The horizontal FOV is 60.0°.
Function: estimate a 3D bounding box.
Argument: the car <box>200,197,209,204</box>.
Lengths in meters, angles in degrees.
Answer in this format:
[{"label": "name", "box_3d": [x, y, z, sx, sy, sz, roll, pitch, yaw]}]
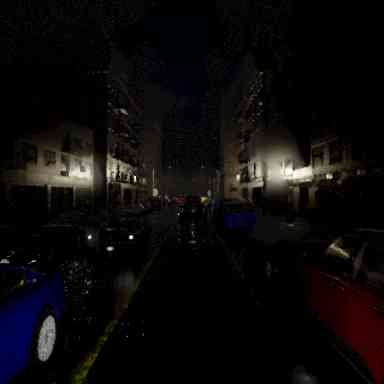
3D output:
[{"label": "car", "box_3d": [2.740, 1.860, 74.331, 2.008, 1.369, 4.403, 0, 0, 0]}]

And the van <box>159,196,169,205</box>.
[{"label": "van", "box_3d": [-5.306, 1.605, 63.529, 1.690, 1.788, 3.998, 0, 0, 0]}]

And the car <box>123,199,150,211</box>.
[{"label": "car", "box_3d": [-5.358, 1.654, 30.922, 1.752, 1.417, 4.829, 0, 0, 0]}]

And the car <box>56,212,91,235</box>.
[{"label": "car", "box_3d": [-5.383, 1.607, 14.872, 1.887, 1.381, 4.507, 0, 0, 0]}]

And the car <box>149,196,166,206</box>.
[{"label": "car", "box_3d": [-5.332, 1.511, 47.311, 2.192, 1.841, 5.009, 0, 0, 0]}]

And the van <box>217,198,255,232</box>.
[{"label": "van", "box_3d": [2.717, 1.427, 20.270, 1.690, 1.788, 3.998, 0, 0, 0]}]

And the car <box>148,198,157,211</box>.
[{"label": "car", "box_3d": [-5.349, 1.702, 36.497, 2.008, 1.369, 4.403, 0, 0, 0]}]

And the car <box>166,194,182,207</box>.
[{"label": "car", "box_3d": [-2.741, 1.449, 54.894, 2.150, 2.045, 5.566, 0, 0, 1]}]

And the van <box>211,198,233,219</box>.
[{"label": "van", "box_3d": [2.722, 1.471, 31.083, 1.690, 1.788, 3.998, 0, 0, 0]}]

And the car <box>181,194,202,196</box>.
[{"label": "car", "box_3d": [0.132, 1.400, 43.037, 2.150, 2.045, 5.566, 0, 0, 1]}]

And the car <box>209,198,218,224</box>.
[{"label": "car", "box_3d": [2.719, 1.423, 25.677, 2.192, 1.841, 5.009, 0, 0, 0]}]

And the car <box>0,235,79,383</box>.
[{"label": "car", "box_3d": [-2.846, 1.490, 2.960, 1.882, 1.535, 5.008, 0, 0, 0]}]

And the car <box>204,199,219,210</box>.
[{"label": "car", "box_3d": [2.729, 1.723, 47.470, 1.752, 1.417, 4.829, 0, 0, 0]}]

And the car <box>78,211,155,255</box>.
[{"label": "car", "box_3d": [-2.814, 1.658, 13.677, 1.895, 1.301, 4.718, 0, 0, 0]}]

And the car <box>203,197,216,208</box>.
[{"label": "car", "box_3d": [2.731, 1.660, 52.706, 1.967, 1.590, 4.097, 0, 0, 0]}]

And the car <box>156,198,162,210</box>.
[{"label": "car", "box_3d": [-5.340, 1.740, 41.903, 1.947, 1.339, 4.313, 0, 0, 0]}]

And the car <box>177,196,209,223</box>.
[{"label": "car", "box_3d": [0.105, 1.464, 26.924, 2.097, 1.767, 4.553, 0, 0, 0]}]

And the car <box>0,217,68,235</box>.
[{"label": "car", "box_3d": [-5.392, 1.606, 9.466, 1.947, 1.339, 4.313, 0, 0, 0]}]

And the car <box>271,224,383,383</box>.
[{"label": "car", "box_3d": [2.710, 1.333, 4.051, 2.192, 1.841, 5.009, 0, 0, 0]}]

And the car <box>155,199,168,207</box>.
[{"label": "car", "box_3d": [-5.314, 1.823, 58.122, 1.802, 1.307, 4.206, 0, 0, 0]}]

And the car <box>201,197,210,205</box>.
[{"label": "car", "box_3d": [2.738, 1.813, 69.095, 1.752, 1.417, 4.829, 0, 0, 0]}]

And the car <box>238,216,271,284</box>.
[{"label": "car", "box_3d": [2.713, 1.591, 9.457, 2.008, 1.369, 4.403, 0, 0, 0]}]
